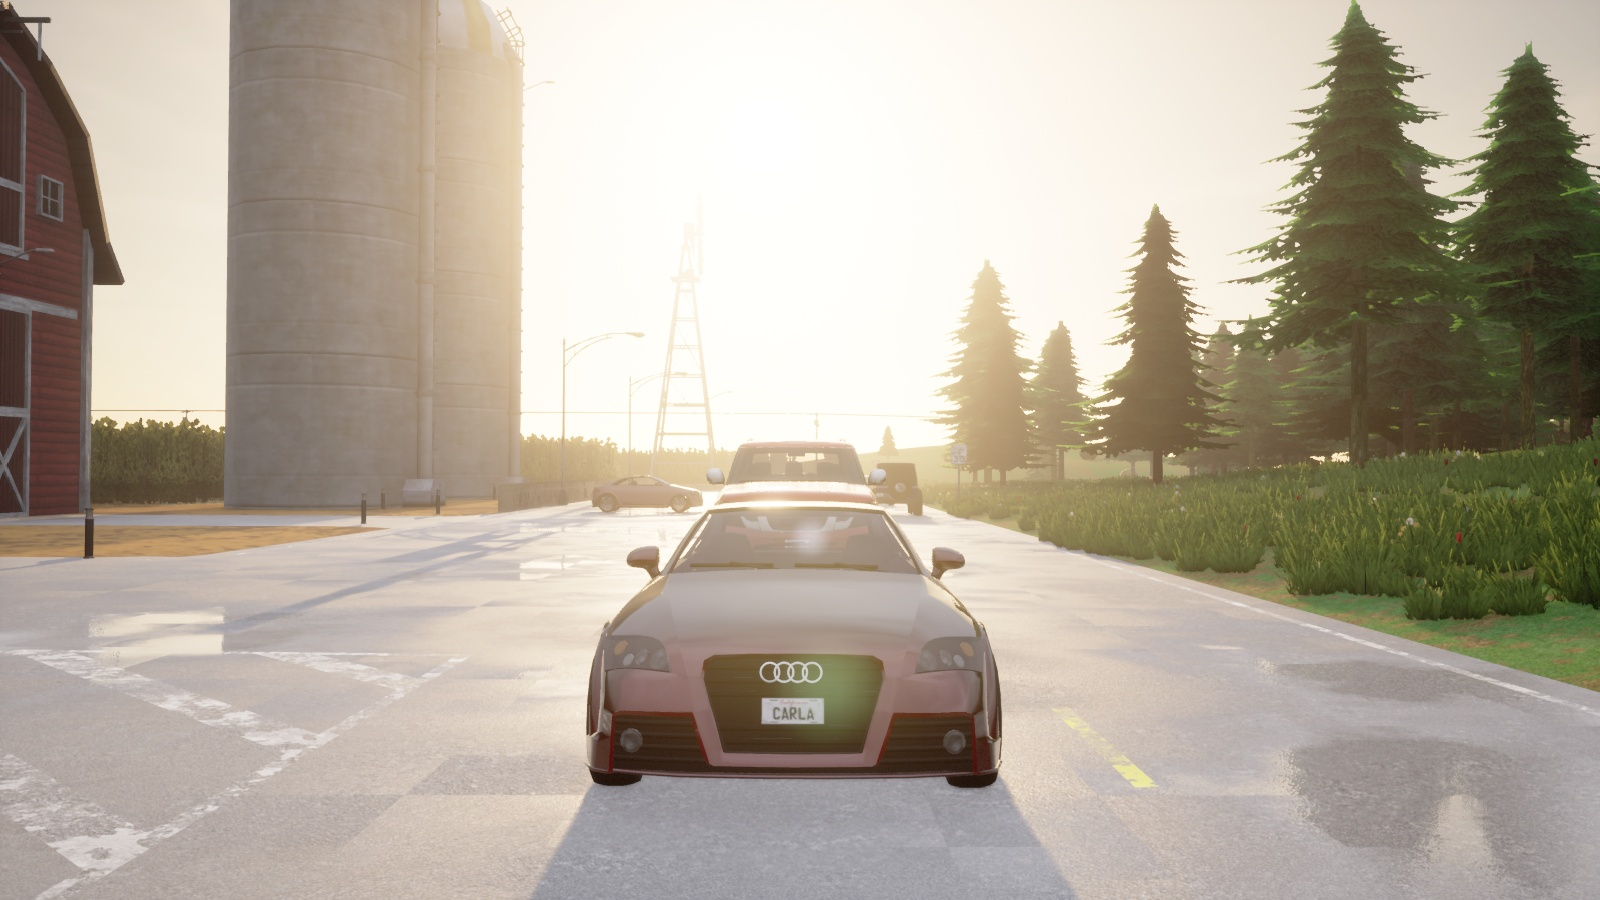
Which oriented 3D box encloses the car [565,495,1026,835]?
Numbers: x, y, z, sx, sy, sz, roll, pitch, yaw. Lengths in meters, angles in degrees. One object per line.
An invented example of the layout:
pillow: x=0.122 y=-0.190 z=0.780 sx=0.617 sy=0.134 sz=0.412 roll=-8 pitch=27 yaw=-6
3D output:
car: x=-0.017 y=1.005 z=7.538 sx=1.994 sy=1.385 sz=4.181 roll=0 pitch=-1 yaw=0

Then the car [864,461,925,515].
car: x=3.382 y=1.360 z=45.527 sx=1.905 sy=1.878 sz=3.866 roll=0 pitch=-1 yaw=0

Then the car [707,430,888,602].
car: x=-0.049 y=0.832 z=17.781 sx=2.150 sy=2.045 sz=5.566 roll=0 pitch=-1 yaw=0
